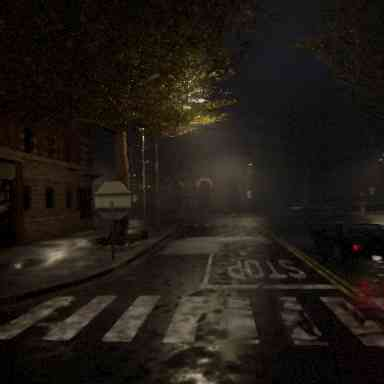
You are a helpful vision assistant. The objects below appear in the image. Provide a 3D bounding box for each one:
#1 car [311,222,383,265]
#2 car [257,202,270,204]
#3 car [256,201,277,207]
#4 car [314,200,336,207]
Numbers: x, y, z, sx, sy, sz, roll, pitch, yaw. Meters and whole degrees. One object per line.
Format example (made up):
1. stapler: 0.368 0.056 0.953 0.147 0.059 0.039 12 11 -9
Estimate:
1. car: 5.853 1.771 12.328 1.895 1.301 4.718 -2 -1 6
2. car: 16.420 2.725 69.707 4.786 1.482 2.161 -2 -1 6
3. car: 18.111 3.014 81.188 4.718 1.301 1.895 -2 -1 6
4. car: 28.991 2.392 72.467 4.674 1.452 2.002 -2 -1 6
